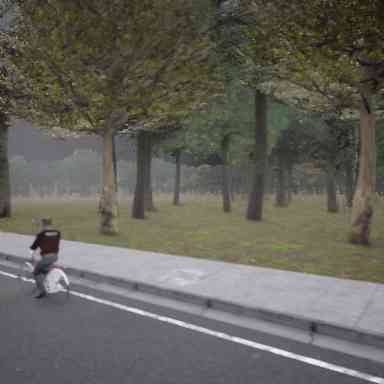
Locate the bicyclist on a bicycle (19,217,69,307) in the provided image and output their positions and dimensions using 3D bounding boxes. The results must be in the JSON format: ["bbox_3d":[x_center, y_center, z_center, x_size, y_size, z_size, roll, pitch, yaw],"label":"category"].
[{"bbox_3d":[-3.122,1.387,6.897,1.843,1.776,0.659,0,0,35],"label":"bicyclist on a bicycle"}]
